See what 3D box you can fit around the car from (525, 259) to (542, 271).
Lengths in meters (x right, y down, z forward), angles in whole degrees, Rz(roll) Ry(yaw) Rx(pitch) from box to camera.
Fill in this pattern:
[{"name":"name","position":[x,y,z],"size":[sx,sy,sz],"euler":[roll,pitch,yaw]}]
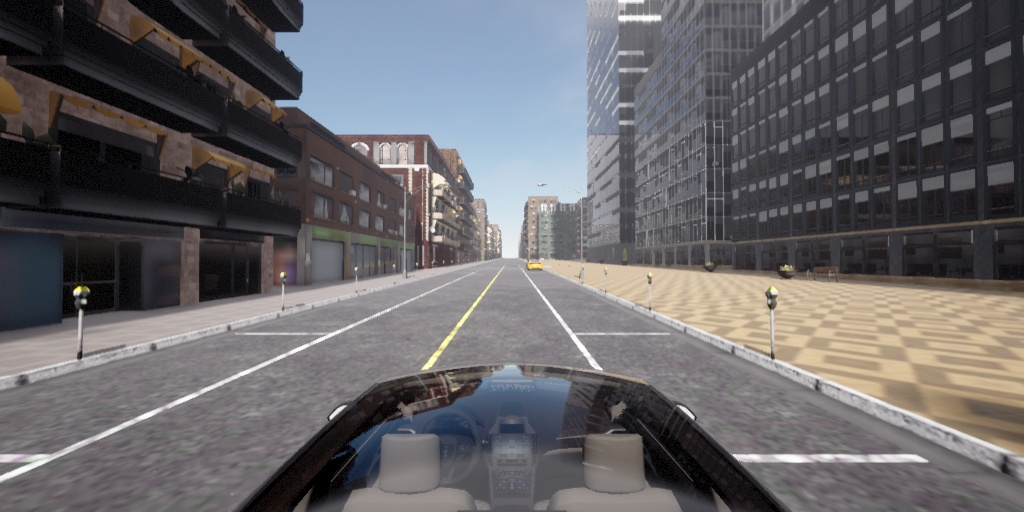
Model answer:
[{"name":"car","position":[3.139,1.221,50.207],"size":[1.882,1.535,5.008],"euler":[0,0,0]}]
